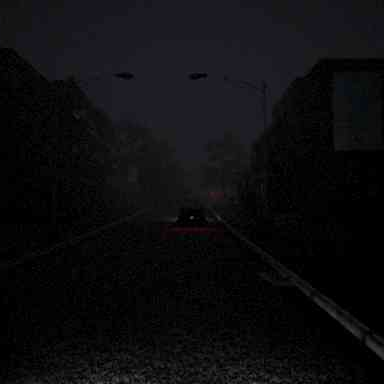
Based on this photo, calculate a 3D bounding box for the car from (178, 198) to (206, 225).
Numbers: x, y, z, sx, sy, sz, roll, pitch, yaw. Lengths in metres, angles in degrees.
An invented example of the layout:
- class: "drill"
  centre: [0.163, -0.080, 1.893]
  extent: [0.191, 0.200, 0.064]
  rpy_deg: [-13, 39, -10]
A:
- class: "car"
  centre: [-0.016, 1.498, 24.127]
  extent: [1.882, 1.535, 5.008]
  rpy_deg: [0, 0, 0]
